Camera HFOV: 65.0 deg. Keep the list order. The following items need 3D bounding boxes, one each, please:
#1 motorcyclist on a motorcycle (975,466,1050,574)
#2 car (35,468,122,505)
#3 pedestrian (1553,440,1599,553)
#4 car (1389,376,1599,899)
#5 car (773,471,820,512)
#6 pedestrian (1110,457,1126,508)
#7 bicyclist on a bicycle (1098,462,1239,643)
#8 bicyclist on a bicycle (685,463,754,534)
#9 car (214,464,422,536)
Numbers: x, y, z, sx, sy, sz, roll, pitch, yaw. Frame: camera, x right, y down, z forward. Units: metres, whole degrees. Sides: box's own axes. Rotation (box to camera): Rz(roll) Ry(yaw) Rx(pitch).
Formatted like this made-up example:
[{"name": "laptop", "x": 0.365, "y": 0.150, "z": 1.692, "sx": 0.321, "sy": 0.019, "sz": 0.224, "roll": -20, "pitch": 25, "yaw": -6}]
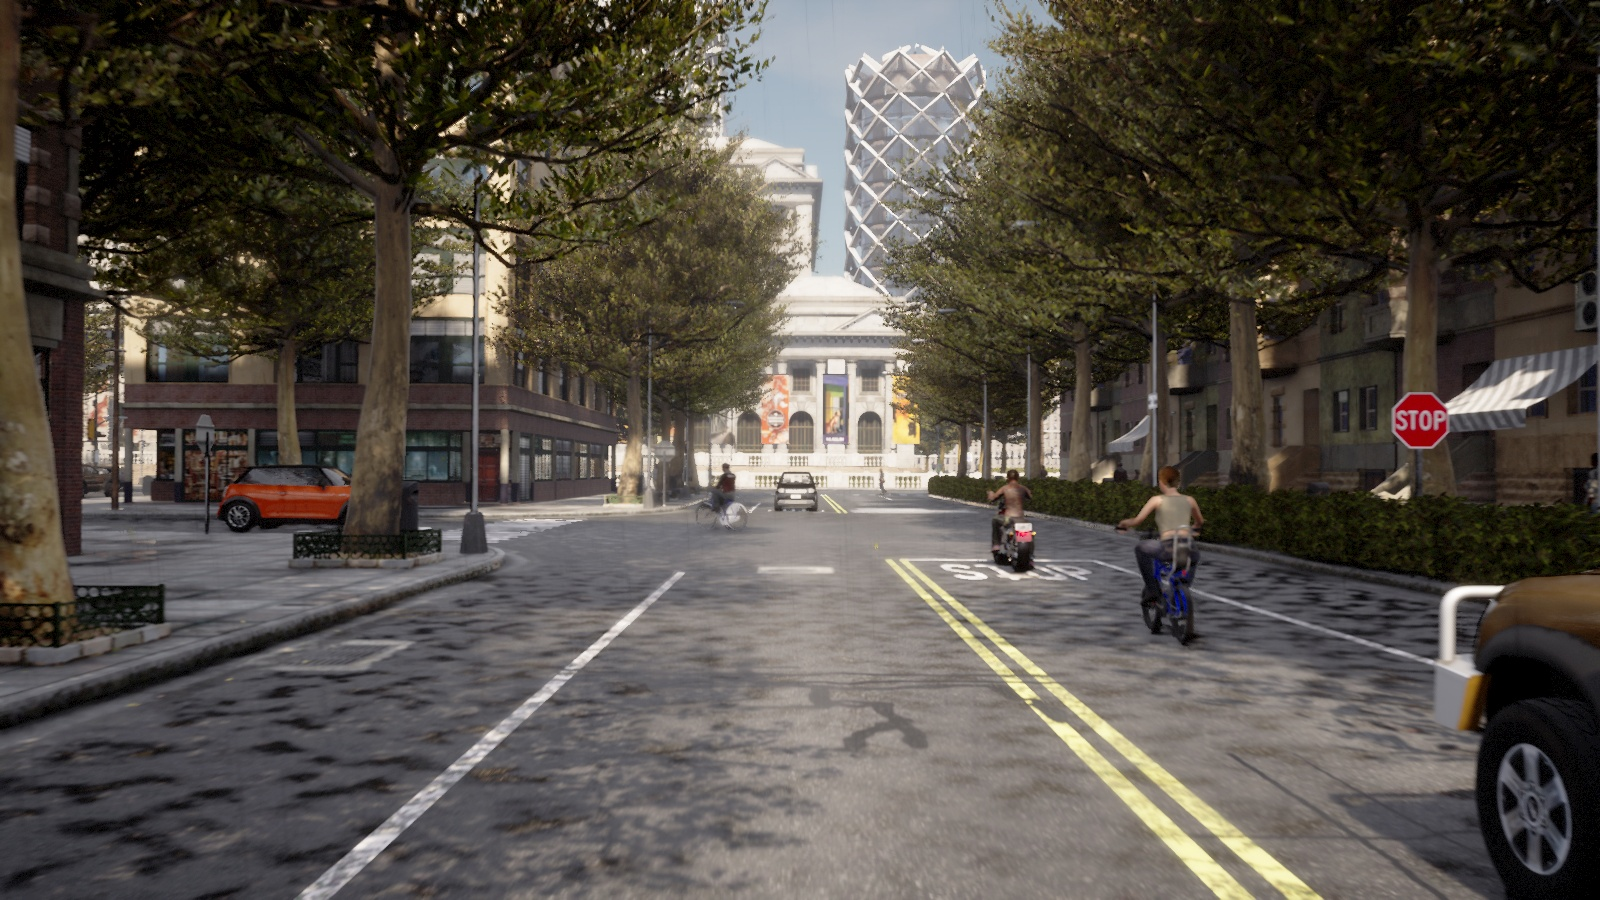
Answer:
[{"name": "motorcyclist on a motorcycle", "x": 3.423, "y": 1.094, "z": 20.465, "sx": 0.766, "sy": 1.649, "sz": 2.350, "roll": 0, "pitch": -1, "yaw": -1}, {"name": "car", "x": -38.162, "y": 1.899, "z": 66.575, "sx": 1.932, "sy": 1.855, "sz": 4.605, "roll": 0, "pitch": -1, "yaw": 0}, {"name": "pedestrian", "x": 13.401, "y": 0.772, "z": 21.132, "sx": 0.874, "sy": 1.855, "sz": 0.900, "roll": 0, "pitch": -1, "yaw": 0}, {"name": "car", "x": 3.491, "y": 0.666, "z": 3.056, "sx": 1.932, "sy": 1.855, "sz": 4.605, "roll": 0, "pitch": -2, "yaw": 0}, {"name": "car", "x": -0.130, "y": 1.630, "z": 49.958, "sx": 1.789, "sy": 1.549, "sz": 3.705, "roll": 0, "pitch": -1, "yaw": 0}, {"name": "pedestrian", "x": 11.693, "y": 1.197, "z": 46.170, "sx": 0.376, "sy": 1.854, "sz": 0.720, "roll": 0, "pitch": -1, "yaw": -1}, {"name": "bicyclist on a bicycle", "x": 3.473, "y": 0.939, "z": 11.983, "sx": 0.866, "sy": 1.612, "sz": 1.509, "roll": 0, "pitch": -2, "yaw": 0}, {"name": "bicyclist on a bicycle", "x": -2.083, "y": 1.237, "z": 32.432, "sx": 1.843, "sy": 1.776, "sz": 0.659, "roll": -1, "pitch": 0, "yaw": 41}, {"name": "car", "x": -12.311, "y": 1.264, "z": 32.332, "sx": 4.553, "sy": 1.767, "sz": 2.097, "roll": 0, "pitch": -1, "yaw": -1}]
